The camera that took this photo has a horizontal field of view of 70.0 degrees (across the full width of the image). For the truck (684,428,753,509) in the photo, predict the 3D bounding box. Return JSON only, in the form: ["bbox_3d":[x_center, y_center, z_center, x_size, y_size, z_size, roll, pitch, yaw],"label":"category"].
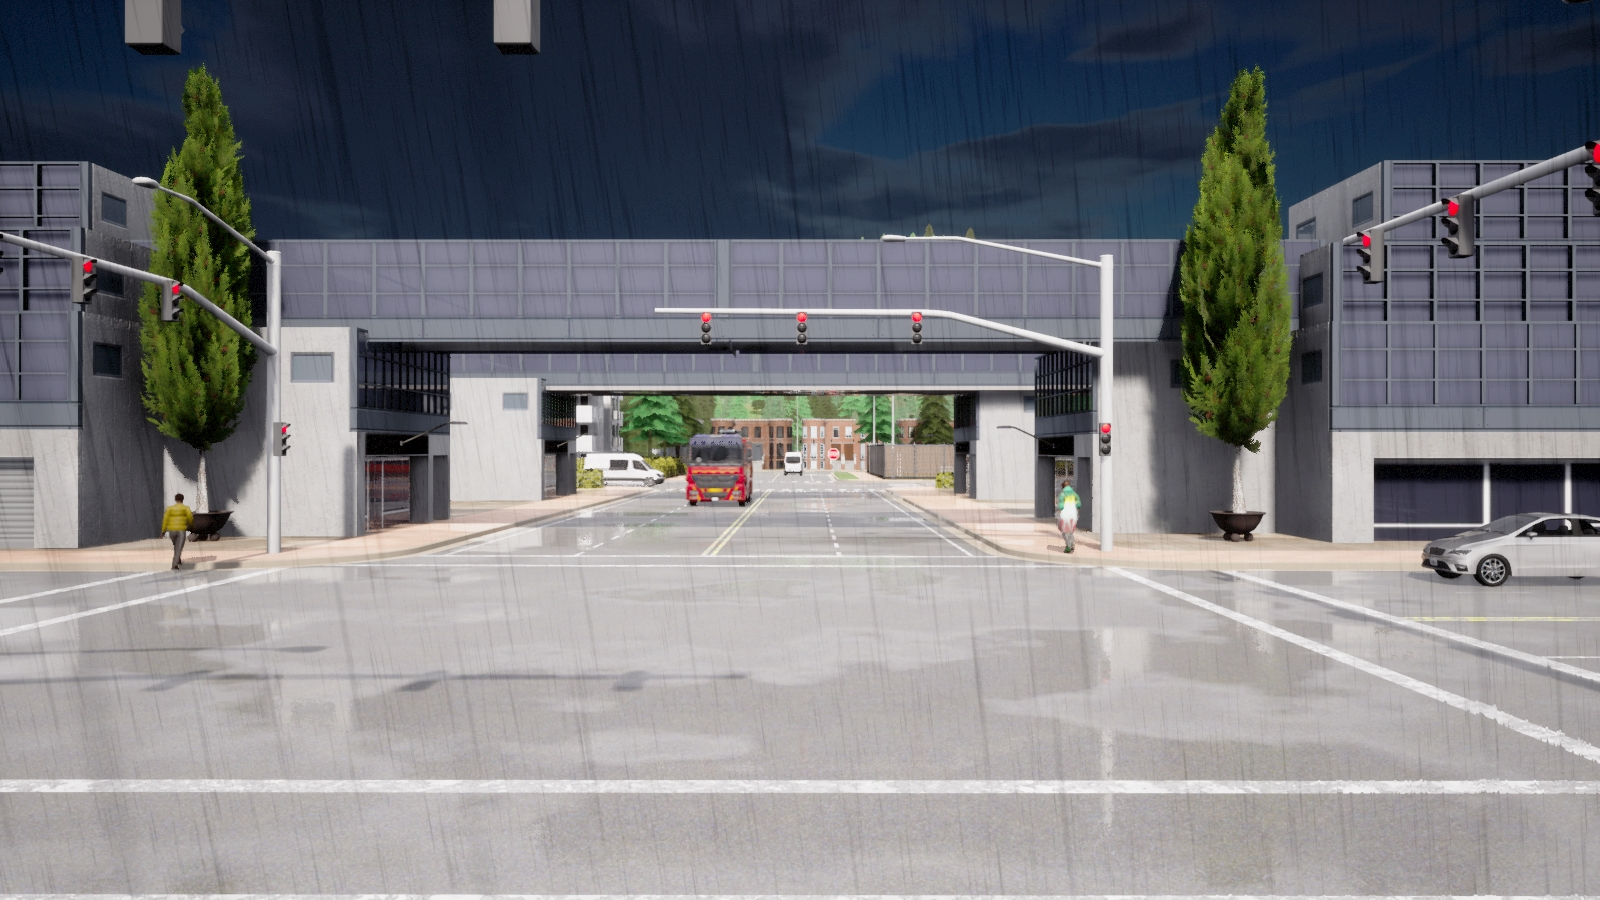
[{"bbox_3d":[-4.015,0.890,58.238,2.891,3.827,8.468,0,0,0],"label":"truck"}]

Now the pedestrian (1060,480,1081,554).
[{"bbox_3d":[6.882,1.698,29.090,0.375,1.860,0.375,0,0,-14],"label":"pedestrian"}]

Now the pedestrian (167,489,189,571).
[{"bbox_3d":[-14.395,1.848,26.433,0.375,1.860,0.375,0,0,-16],"label":"pedestrian"}]

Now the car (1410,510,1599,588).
[{"bbox_3d":[15.490,2.066,24.189,4.193,1.474,1.816,0,0,0],"label":"car"}]
